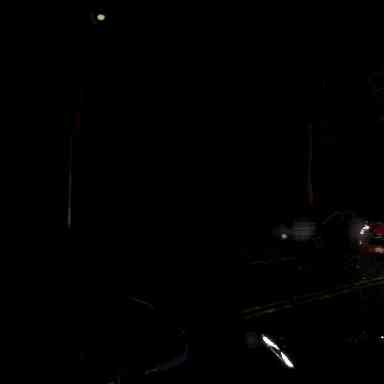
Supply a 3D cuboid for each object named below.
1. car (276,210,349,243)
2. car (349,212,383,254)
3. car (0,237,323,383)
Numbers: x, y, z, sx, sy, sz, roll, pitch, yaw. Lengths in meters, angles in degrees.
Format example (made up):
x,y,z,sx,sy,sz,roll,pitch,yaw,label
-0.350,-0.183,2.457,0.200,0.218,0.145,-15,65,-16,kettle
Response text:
x,y,z,sx,sy,sz,roll,pitch,yaw,label
5.921,1.560,14.863,4.902,1.511,2.128,0,0,-29,car
8.413,1.421,12.533,4.553,1.767,2.097,0,0,-29,car
-1.262,1.349,2.390,4.553,1.767,2.097,0,0,-35,car
